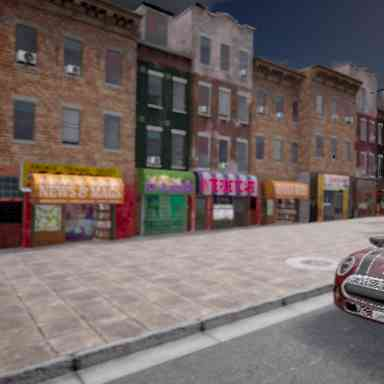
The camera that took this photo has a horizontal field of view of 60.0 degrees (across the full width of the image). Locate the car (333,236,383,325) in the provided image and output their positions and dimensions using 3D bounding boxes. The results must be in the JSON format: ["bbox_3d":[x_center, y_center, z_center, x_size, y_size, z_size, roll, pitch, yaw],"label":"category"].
[{"bbox_3d":[4.768,1.323,6.434,4.553,1.767,2.097,0,0,-35],"label":"car"}]
